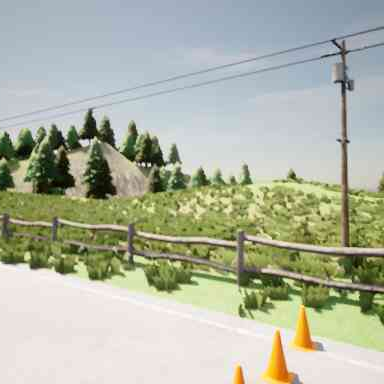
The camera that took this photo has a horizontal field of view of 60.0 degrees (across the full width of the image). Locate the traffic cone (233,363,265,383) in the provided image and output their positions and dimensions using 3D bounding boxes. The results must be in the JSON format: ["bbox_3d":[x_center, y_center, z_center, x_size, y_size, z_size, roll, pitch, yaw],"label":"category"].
[{"bbox_3d":[0.452,1.952,3.205,0.340,0.580,0.340,0,0,35],"label":"traffic cone"}]

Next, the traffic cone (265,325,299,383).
[{"bbox_3d":[1.032,1.952,4.019,0.340,0.580,0.340,0,0,35],"label":"traffic cone"}]

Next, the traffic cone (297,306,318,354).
[{"bbox_3d":[1.612,1.953,4.834,0.340,0.580,0.340,0,0,35],"label":"traffic cone"}]
